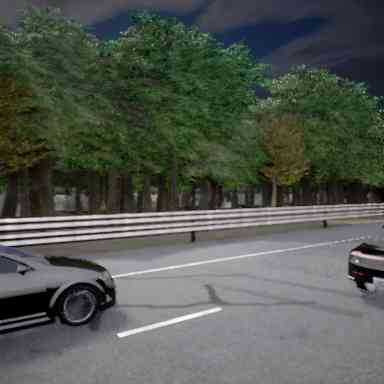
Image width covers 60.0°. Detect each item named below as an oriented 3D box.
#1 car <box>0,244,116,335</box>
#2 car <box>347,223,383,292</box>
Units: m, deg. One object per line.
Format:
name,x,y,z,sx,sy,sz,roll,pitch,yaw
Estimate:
car,-3.446,1.565,5.588,4.181,1.385,1.994,0,0,-36
car,5.566,1.491,7.715,4.902,1.511,2.128,0,0,-35
